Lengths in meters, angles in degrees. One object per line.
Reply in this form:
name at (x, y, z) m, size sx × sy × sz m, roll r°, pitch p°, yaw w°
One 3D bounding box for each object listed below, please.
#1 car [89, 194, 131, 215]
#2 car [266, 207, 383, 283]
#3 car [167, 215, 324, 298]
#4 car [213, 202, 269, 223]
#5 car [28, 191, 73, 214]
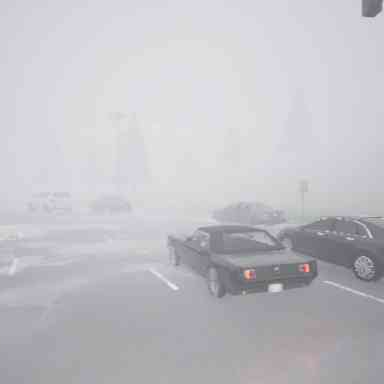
car at (-7.276, 1.018, 29.363) m, size 2.097 × 1.767 × 4.553 m, roll -1°, pitch 1°, yaw -41°
car at (4.407, 1.387, 9.520) m, size 1.837 × 1.490 × 4.892 m, roll 0°, pitch 1°, yaw -22°
car at (0.825, 1.500, 8.372) m, size 1.895 × 1.301 × 4.718 m, roll 0°, pitch 1°, yaw -20°
car at (3.302, 1.305, 20.284) m, size 2.033 × 1.411 × 5.357 m, roll 0°, pitch 1°, yaw -29°
car at (-12.999, 0.885, 30.448) m, size 5.566 × 2.045 × 2.150 m, roll 1°, pitch 0°, yaw 43°
